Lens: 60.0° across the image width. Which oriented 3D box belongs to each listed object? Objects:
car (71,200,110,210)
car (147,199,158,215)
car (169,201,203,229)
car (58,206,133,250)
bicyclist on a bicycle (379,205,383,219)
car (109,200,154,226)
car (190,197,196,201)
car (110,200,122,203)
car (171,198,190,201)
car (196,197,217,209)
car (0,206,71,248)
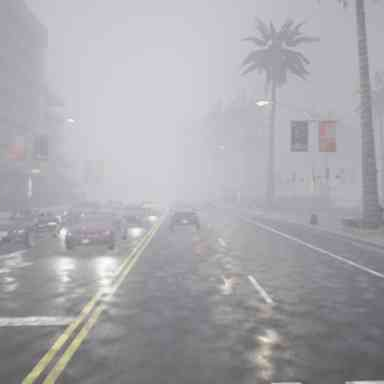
[{"bbox_3d":[-7.771,1.410,24.348,2.097,1.767,4.553,0,0,-1],"label":"car"},{"bbox_3d":[-4.578,1.521,34.545,1.882,1.535,5.008,0,0,-2],"label":"car"},{"bbox_3d":[-0.495,1.539,21.667,1.812,1.442,4.674,0,0,-2],"label":"car"},{"bbox_3d":[-3.985,1.556,14.579,1.812,1.442,4.674,0,0,-2],"label":"car"},{"bbox_3d":[10.375,1.248,18.817,1.656,1.620,0.582,-1,0,-2],"label":"bicyclist on a bicycle"},{"bbox_3d":[-4.260,1.584,24.133,2.033,1.411,5.357,0,0,-1],"label":"car"},{"bbox_3d":[0.471,1.570,54.450,2.033,1.411,5.357,0,0,-14],"label":"car"},{"bbox_3d":[-8.093,1.556,34.464,2.128,1.511,4.902,0,0,-2],"label":"car"},{"bbox_3d":[-1.914,1.559,47.574,1.812,1.442,4.674,0,0,-8],"label":"car"},{"bbox_3d":[2.080,1.610,44.407,1.895,1.301,4.718,0,0,-6],"label":"car"},{"bbox_3d":[-7.508,1.543,15.145,2.128,1.511,4.902,0,0,-2],"label":"car"}]
